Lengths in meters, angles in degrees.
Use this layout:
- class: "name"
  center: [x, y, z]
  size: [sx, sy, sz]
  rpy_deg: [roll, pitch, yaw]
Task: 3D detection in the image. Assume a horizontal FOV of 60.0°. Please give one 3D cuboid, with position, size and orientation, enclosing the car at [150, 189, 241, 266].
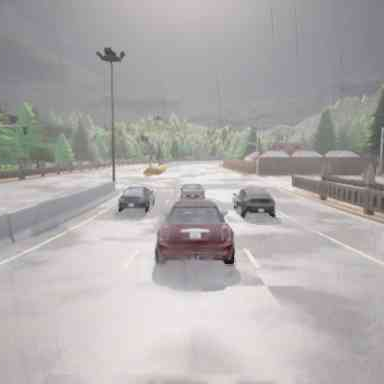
- class: "car"
  center: [0.084, 0.996, 10.498]
  size: [2.097, 1.767, 4.553]
  rpy_deg: [0, 3, 0]

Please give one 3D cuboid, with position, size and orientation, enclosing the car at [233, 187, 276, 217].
- class: "car"
  center: [3.545, 0.482, 19.469]
  size: [1.837, 1.490, 4.892]
  rpy_deg: [0, 5, 0]

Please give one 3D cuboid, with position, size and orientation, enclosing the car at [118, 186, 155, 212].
- class: "car"
  center: [-3.463, 0.337, 21.137]
  size: [1.812, 1.442, 4.674]
  rpy_deg: [0, 6, 0]

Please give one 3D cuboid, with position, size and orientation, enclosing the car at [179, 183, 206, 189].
- class: "car"
  center: [0.023, 0.076, 23.841]
  size: [2.033, 1.411, 5.357]
  rpy_deg: [0, 6, 0]
